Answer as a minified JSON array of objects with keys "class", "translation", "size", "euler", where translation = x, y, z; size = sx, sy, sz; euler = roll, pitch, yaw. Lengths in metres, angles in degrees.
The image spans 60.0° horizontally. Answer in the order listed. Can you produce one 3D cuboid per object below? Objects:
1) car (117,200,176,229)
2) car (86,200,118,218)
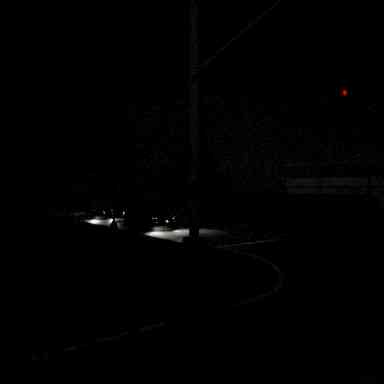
[{"class":"car","translation":[-2.896,1.505,21.813],"size":[1.837,1.490,4.892],"euler":[0,0,-36]},{"class":"car","translation":[-8.424,1.505,30.059],"size":[1.837,1.490,4.892],"euler":[0,0,-26]}]
